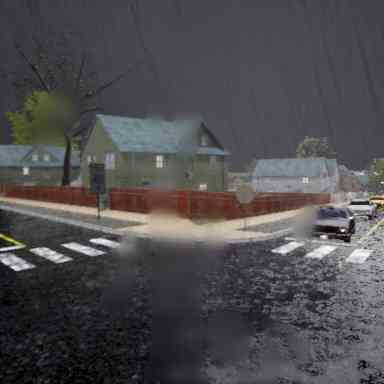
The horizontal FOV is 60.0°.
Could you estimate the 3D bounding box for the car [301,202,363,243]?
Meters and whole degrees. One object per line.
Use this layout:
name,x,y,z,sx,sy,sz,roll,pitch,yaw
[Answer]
car,6.509,1.353,15.400,2.033,1.411,5.357,1,1,30

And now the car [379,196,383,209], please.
car,19.772,1.146,35.412,1.882,1.535,5.008,2,1,34

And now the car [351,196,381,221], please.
car,12.671,1.259,24.915,1.812,1.442,4.674,2,1,34
